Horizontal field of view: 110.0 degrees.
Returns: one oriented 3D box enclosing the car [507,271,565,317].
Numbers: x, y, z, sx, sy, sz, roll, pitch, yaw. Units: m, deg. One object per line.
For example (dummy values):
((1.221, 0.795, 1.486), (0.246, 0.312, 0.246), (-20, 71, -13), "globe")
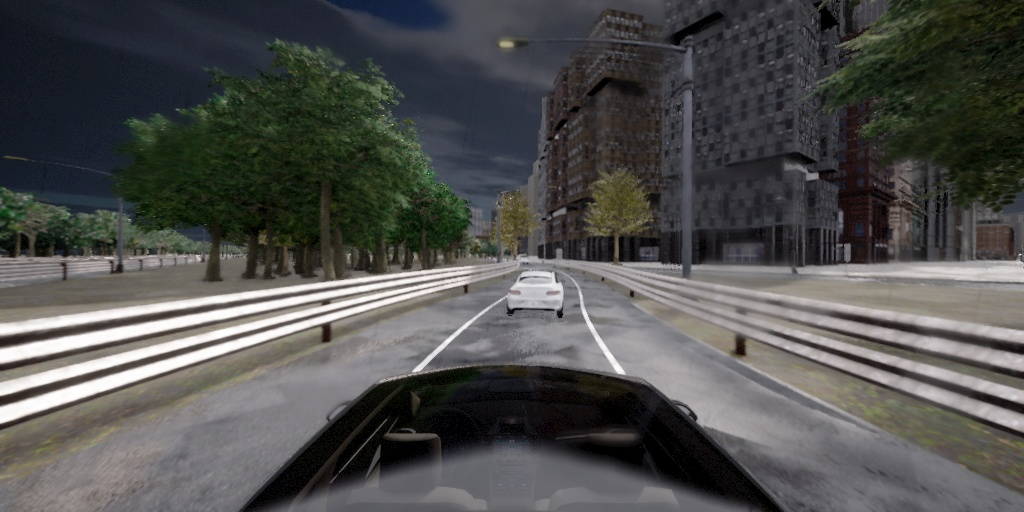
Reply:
((0.943, 1.257, 13.049), (1.812, 1.442, 4.674), (0, 0, 8), "car")
